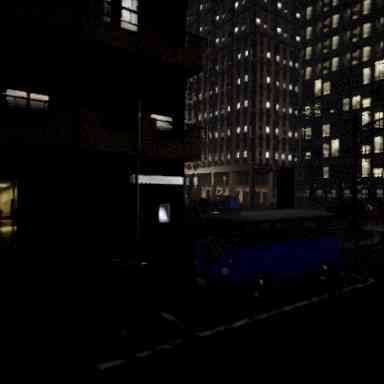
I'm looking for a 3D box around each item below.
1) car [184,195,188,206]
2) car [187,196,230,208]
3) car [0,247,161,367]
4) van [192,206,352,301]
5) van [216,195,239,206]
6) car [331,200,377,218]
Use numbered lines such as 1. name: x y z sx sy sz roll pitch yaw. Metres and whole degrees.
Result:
1. car: 1.065 1.535 48.340 2.008 1.369 4.403 1 -1 -35
2. car: 1.797 1.458 37.316 1.994 1.385 4.181 1 -1 -35
3. car: -2.501 1.565 4.718 4.313 1.339 1.947 0 1 -35
4. van: 1.914 1.333 8.070 3.998 1.788 1.690 0 1 -35
5. van: 4.339 1.333 43.736 1.690 1.788 3.998 1 -1 -35
6. car: 14.147 1.457 29.917 1.967 1.590 4.097 1 -1 -35
